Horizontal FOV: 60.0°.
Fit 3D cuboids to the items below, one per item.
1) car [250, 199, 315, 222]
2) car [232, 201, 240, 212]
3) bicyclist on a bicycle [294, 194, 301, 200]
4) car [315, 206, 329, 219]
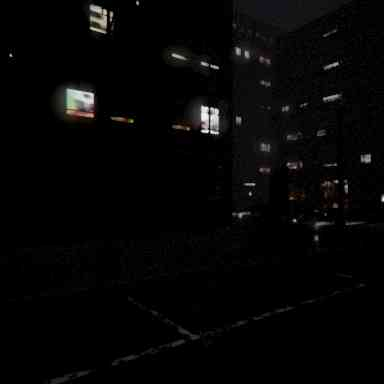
[{"bbox_3d":[6.184,1.334,24.141,2.008,1.369,4.403,1,0,-36],"label":"car"},{"bbox_3d":[2.705,1.158,33.307,1.837,1.490,4.892,0,1,-36],"label":"car"},{"bbox_3d":[11.435,0.998,36.159,1.656,1.620,0.582,0,1,-36],"label":"bicyclist on a bicycle"},{"bbox_3d":[8.201,1.308,25.785,1.812,1.442,4.674,0,1,-37],"label":"car"}]
